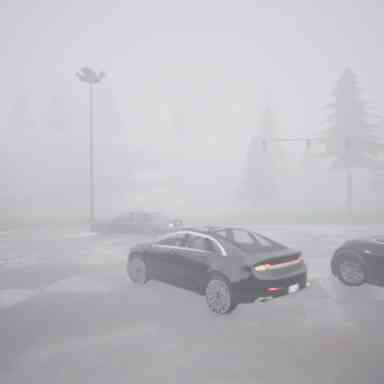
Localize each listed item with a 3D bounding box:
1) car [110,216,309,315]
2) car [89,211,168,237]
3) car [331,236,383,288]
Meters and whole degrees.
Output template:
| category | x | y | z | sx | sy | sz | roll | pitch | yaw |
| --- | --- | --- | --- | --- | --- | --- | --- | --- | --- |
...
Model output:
| category | x | y | z | sx | sy | sz | roll | pitch | yaw |
| --- | --- | --- | --- | --- | --- | --- | --- | --- | --- |
| car | 0.258 | 1.558 | 7.854 | 2.128 | 1.511 | 4.902 | 0 | -1 | -41 |
| car | -3.057 | 1.742 | 18.451 | 5.357 | 1.411 | 2.033 | -1 | -1 | 21 |
| car | 5.264 | 1.356 | 7.090 | 2.097 | 1.767 | 4.553 | -1 | 0 | -24 |
